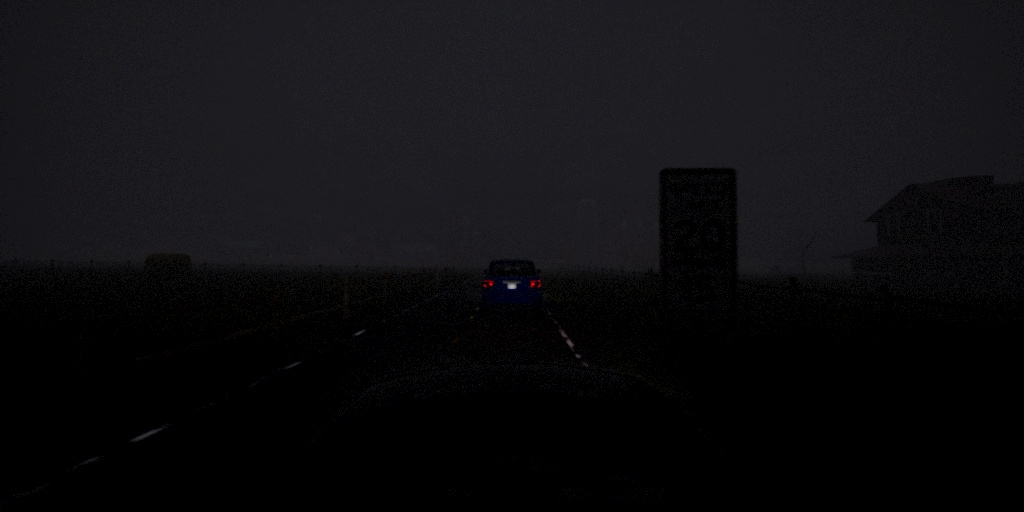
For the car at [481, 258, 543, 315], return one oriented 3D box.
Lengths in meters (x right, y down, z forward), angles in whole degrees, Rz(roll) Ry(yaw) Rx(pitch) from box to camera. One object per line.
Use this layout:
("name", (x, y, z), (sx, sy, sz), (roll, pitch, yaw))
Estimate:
("car", (0.010, 1.108, 14.425), (2.150, 2.045, 5.566), (0, 0, 0))
